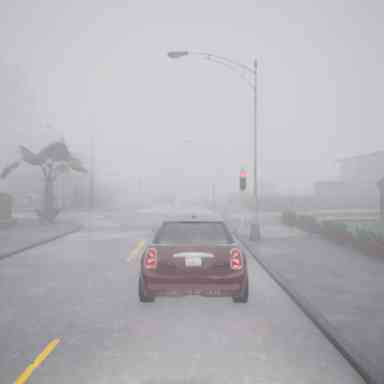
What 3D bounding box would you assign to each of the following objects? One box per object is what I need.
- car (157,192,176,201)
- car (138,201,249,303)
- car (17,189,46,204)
[{"bbox_3d":[-4.057,0.809,50.919,2.097,1.767,4.553,0,1,0],"label":"car"},{"bbox_3d":[0.048,1.264,8.157,2.097,1.767,4.553,0,1,1],"label":"car"},{"bbox_3d":[-19.740,0.534,42.020,1.905,1.878,3.866,0,1,35],"label":"car"}]
